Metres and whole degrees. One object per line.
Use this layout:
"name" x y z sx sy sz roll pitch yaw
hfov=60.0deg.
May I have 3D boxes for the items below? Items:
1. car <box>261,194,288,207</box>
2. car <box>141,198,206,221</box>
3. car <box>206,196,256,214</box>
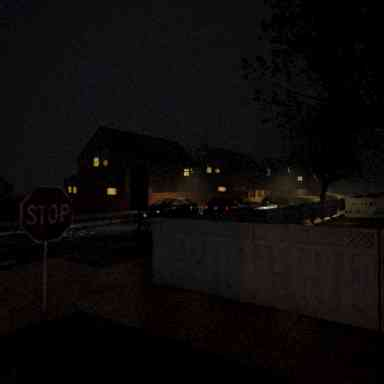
"car" 9.467 0.948 38.019 1.994 1.385 4.181 2 2 35
"car" -1.490 1.162 22.562 2.128 1.511 4.902 2 2 35
"car" 2.798 1.058 23.517 2.097 1.767 4.553 2 2 35
